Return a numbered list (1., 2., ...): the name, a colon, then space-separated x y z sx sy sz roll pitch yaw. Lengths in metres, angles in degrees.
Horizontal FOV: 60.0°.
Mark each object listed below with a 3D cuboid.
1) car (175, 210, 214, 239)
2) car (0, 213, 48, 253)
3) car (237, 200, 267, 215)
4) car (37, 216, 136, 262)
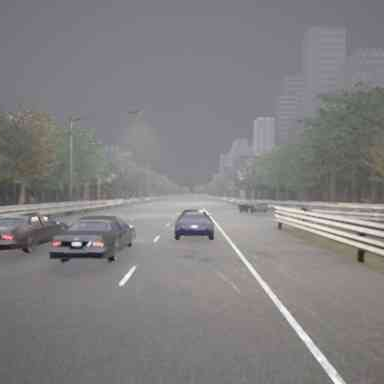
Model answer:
1. car: 0.116 1.626 17.815 1.994 1.385 4.181 0 0 0
2. car: -6.889 1.594 13.770 2.033 1.411 5.357 0 0 0
3. car: 6.622 1.677 37.176 2.128 1.511 4.902 0 0 -16
4. car: -3.389 1.589 12.288 2.033 1.411 5.357 0 0 0
